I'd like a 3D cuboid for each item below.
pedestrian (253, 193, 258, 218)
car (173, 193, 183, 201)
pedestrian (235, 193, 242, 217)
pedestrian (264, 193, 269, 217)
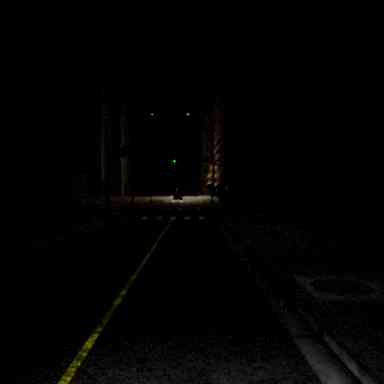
[{"bbox_3d":[4.648,0.973,24.745,0.375,1.860,0.375,0,0,0],"label":"pedestrian"},{"bbox_3d":[-2.963,1.010,70.053,1.882,1.535,5.008,0,0,0],"label":"car"},{"bbox_3d":[3.649,0.966,25.946,0.375,1.860,0.375,0,0,0],"label":"pedestrian"},{"bbox_3d":[5.648,0.966,25.345,0.375,1.860,0.375,0,0,0],"label":"pedestrian"}]
